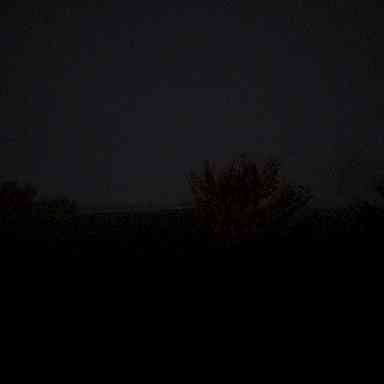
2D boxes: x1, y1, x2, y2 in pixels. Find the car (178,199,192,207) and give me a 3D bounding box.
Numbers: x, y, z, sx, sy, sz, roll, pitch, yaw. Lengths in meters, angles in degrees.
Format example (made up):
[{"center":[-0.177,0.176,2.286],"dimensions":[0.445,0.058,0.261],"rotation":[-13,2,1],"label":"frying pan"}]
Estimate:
[{"center":[-0.485,2.026,60.575],"dimensions":[2.128,1.511,4.902],"rotation":[-1,-1,36],"label":"car"}]
